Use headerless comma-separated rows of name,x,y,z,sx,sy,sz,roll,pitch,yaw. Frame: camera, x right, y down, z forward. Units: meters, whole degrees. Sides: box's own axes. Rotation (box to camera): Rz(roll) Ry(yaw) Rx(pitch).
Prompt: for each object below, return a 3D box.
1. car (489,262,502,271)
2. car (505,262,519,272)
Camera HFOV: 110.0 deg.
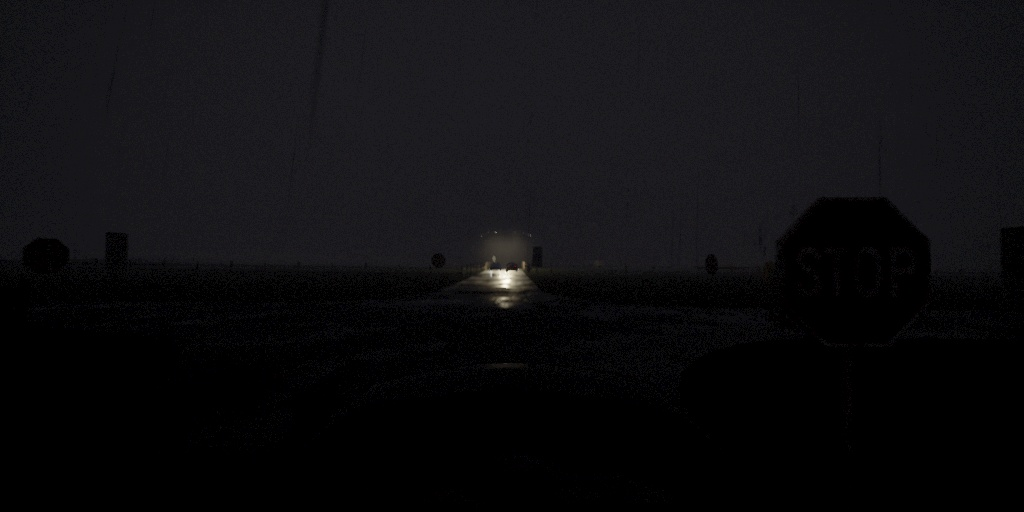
car,-2.788,1.872,63.176,1.812,1.442,4.674,0,-1,0
car,-0.032,1.798,57.726,1.837,1.490,4.892,0,-1,0
